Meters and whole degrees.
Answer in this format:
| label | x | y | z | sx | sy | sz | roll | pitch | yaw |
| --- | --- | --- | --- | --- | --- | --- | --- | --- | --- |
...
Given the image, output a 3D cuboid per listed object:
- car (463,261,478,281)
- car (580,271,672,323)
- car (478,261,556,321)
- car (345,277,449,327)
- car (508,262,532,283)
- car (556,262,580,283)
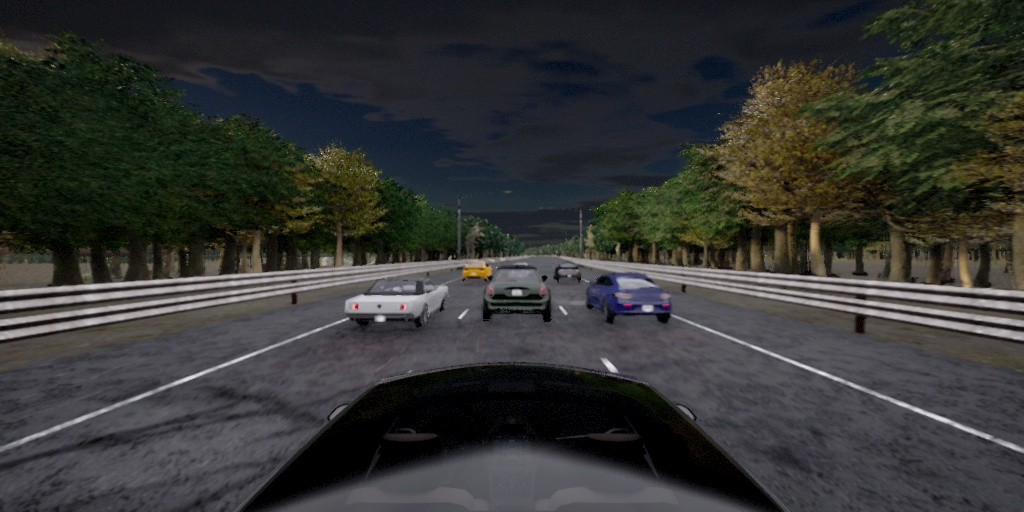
| label | x | y | z | sx | sy | sz | roll | pitch | yaw |
| --- | --- | --- | --- | --- | --- | --- | --- | --- | --- |
| car | -2.760 | 1.178 | 29.359 | 1.882 | 1.535 | 5.008 | 0 | 0 | 3 |
| car | 3.682 | 1.262 | 11.957 | 1.812 | 1.442 | 4.674 | 0 | -1 | 1 |
| car | 0.195 | 1.082 | 12.572 | 2.097 | 1.767 | 4.553 | 0 | 0 | 1 |
| car | -3.334 | 1.331 | 11.455 | 1.895 | 1.301 | 4.718 | 0 | 0 | 1 |
| car | 0.713 | 1.230 | 28.726 | 1.812 | 1.442 | 4.674 | 0 | 0 | 3 |
| car | 4.162 | 1.202 | 27.637 | 2.128 | 1.511 | 4.902 | 0 | 0 | 3 |
